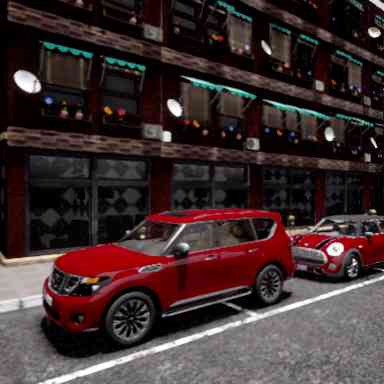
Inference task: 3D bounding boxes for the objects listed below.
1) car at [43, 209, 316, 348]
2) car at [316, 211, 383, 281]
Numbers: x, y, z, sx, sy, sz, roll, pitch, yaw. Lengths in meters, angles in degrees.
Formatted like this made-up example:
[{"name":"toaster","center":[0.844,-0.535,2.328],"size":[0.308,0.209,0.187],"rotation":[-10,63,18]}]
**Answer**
[{"name":"car","center":[-0.106,1.307,6.481],"size":[5.009,1.841,2.192],"rotation":[0,0,-36]},{"name":"car","center":[4.480,1.419,9.756],"size":[4.097,1.590,1.967],"rotation":[0,0,-36]}]
